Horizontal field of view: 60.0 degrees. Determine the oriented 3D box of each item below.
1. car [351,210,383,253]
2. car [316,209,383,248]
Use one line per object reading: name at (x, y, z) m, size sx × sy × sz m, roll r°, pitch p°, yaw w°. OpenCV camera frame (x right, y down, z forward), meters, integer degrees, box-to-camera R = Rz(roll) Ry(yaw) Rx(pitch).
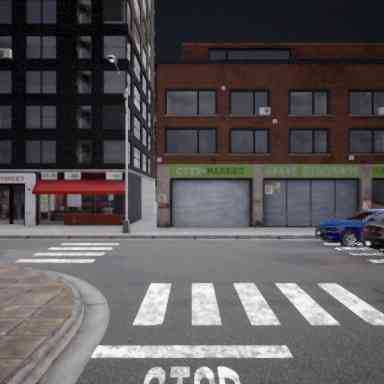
car at (8.327, 1.473, 11.184) m, size 4.892 × 1.490 × 1.837 m, roll 0°, pitch 0°, yaw 0°
car at (7.880, 1.462, 14.139) m, size 5.008 × 1.535 × 1.882 m, roll 0°, pitch 0°, yaw 0°
